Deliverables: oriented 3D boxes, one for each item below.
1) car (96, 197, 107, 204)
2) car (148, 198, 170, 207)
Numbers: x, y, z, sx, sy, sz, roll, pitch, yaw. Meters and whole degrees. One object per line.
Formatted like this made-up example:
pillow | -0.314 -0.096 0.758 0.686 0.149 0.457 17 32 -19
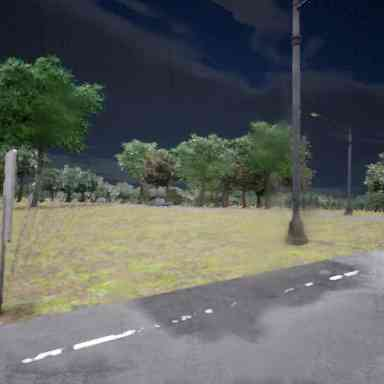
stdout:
car | -21.319 2.073 78.576 1.837 1.490 4.892 3 -3 -27
car | -5.162 1.665 51.616 1.994 1.385 4.181 4 -3 -35
